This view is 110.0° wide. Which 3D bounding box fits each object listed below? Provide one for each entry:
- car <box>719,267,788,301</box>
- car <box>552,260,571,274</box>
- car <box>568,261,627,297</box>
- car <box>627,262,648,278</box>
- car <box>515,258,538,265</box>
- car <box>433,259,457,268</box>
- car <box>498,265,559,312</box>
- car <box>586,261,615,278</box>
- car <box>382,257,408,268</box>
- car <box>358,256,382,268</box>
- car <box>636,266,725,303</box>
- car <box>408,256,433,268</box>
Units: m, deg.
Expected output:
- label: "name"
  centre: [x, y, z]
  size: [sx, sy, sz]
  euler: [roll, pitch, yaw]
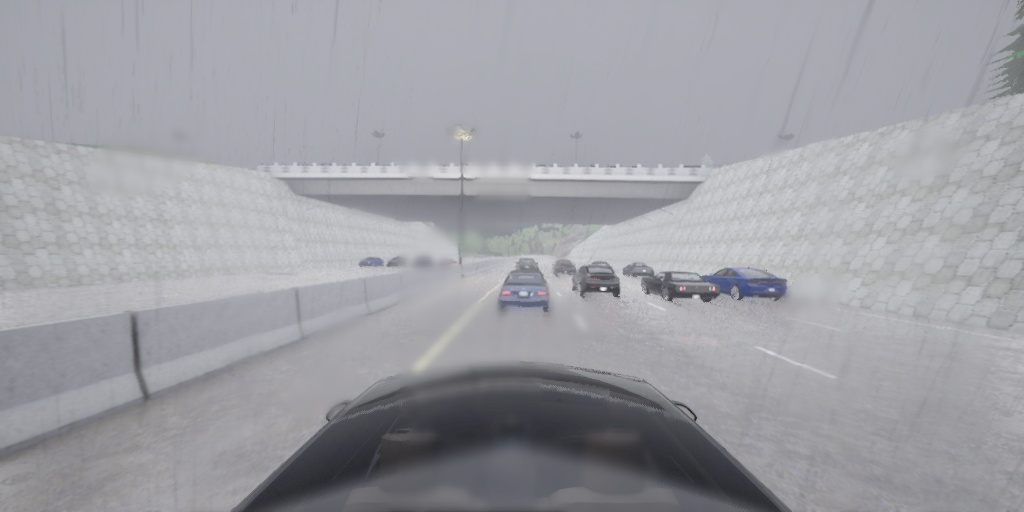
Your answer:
- label: "car"
  centre: [11.214, 1.278, 17.778]
  size: [1.882, 1.535, 5.008]
  euler: [1, 1, 3]
- label: "car"
  centre: [4.912, 1.161, 33.968]
  size: [1.837, 1.490, 4.892]
  euler: [1, 0, 3]
- label: "car"
  centre: [4.246, 1.224, 18.608]
  size: [1.837, 1.490, 4.892]
  euler: [1, 0, 3]
- label: "car"
  centre: [11.922, 1.297, 34.069]
  size: [1.994, 1.385, 4.181]
  euler: [1, 0, 3]
- label: "car"
  centre: [1.391, 0.971, 33.590]
  size: [2.097, 1.767, 4.553]
  euler: [1, 0, 3]
- label: "car"
  centre: [-8.680, 1.044, 47.763]
  size: [1.895, 1.301, 4.718]
  euler: [1, 0, 3]
- label: "car"
  centre: [0.522, 1.247, 13.989]
  size: [2.033, 1.411, 5.357]
  euler: [1, 0, 3]
- label: "car"
  centre: [8.436, 1.218, 34.551]
  size: [1.812, 1.442, 4.674]
  euler: [1, 0, 2]
- label: "car"
  centre: [-15.617, 0.866, 49.130]
  size: [1.837, 1.490, 4.892]
  euler: [1, 0, 3]
- label: "car"
  centre: [-19.126, 0.800, 48.971]
  size: [1.882, 1.535, 5.008]
  euler: [1, 0, 3]
- label: "car"
  centre: [7.671, 1.366, 16.914]
  size: [1.895, 1.301, 4.718]
  euler: [1, 0, 3]
- label: "car"
  centre: [-12.118, 0.750, 49.006]
  size: [2.097, 1.767, 4.553]
  euler: [1, 0, 3]
